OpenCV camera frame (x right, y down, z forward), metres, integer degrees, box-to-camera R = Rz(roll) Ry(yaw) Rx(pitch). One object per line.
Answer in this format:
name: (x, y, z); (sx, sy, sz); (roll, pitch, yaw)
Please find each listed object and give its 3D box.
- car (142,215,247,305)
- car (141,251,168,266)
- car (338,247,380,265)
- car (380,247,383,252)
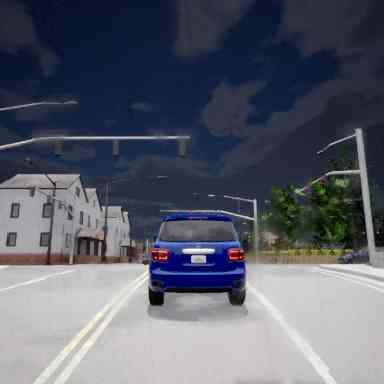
car: (0.076, 1.760, 9.289); (2.150, 2.045, 5.566); (0, -7, -1)
car: (-4.068, 7.387, 36.876); (1.837, 1.490, 4.892); (-1, -12, 8)
car: (15.419, 5.657, 29.596); (4.553, 1.767, 2.097); (0, -12, 1)
car: (17.935, 4.993, 25.903); (5.008, 1.535, 1.882); (0, -12, 1)
